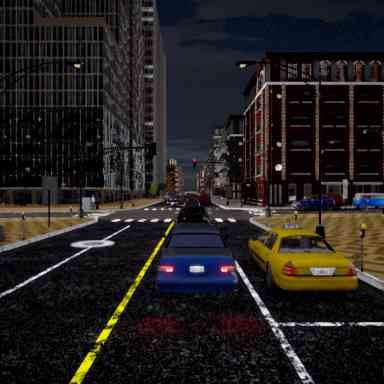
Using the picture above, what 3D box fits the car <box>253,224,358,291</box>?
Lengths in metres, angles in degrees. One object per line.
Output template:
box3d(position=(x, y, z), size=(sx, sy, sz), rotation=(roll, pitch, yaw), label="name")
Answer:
box3d(position=(2.563, 1.525, 8.838), size=(1.752, 1.417, 4.829), rotation=(0, 0, 0), label="car")

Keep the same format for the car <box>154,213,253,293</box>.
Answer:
box3d(position=(0.095, 1.547, 8.987), size=(2.033, 1.411, 5.357), rotation=(0, 0, 0), label="car")

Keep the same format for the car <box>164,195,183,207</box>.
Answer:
box3d(position=(-2.821, 1.494, 49.830), size=(2.128, 1.511, 4.902), rotation=(0, 0, -1), label="car")

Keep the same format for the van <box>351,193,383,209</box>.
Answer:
box3d(position=(20.963, 1.050, 39.092), size=(3.998, 1.788, 1.690), rotation=(-1, 1, -1), label="van")

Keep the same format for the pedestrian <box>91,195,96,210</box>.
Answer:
box3d(position=(-12.355, 1.271, 41.673), size=(0.375, 1.860, 0.375), rotation=(0, 1, -1), label="pedestrian")

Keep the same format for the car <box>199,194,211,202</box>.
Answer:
box3d(position=(2.553, 1.319, 63.485), size=(2.192, 1.841, 5.009), rotation=(0, 0, 0), label="car")

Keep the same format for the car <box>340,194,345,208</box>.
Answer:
box3d(position=(15.307, 1.095, 39.032), size=(5.009, 1.841, 2.192), rotation=(-1, 1, -1), label="car")

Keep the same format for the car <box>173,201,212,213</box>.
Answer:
box3d(position=(0.080, 1.505, 18.728), size=(1.837, 1.490, 4.892), rotation=(0, 0, 0), label="car")

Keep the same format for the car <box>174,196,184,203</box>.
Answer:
box3d(position=(-2.761, 1.557, 69.731), size=(1.994, 1.385, 4.181), rotation=(0, 0, 0), label="car")

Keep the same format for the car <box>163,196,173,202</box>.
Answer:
box3d(position=(-5.329, 1.556, 74.670), size=(2.008, 1.369, 4.403), rotation=(0, 0, 0), label="car")

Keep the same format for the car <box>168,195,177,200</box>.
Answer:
box3d(position=(-5.331, 1.559, 91.449), size=(2.008, 1.369, 4.403), rotation=(0, 0, 0), label="car")

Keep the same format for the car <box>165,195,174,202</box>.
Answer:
box3d(position=(-5.330, 1.551, 80.263), size=(1.887, 1.381, 4.507), rotation=(0, 0, 0), label="car")

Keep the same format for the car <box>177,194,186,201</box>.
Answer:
box3d(position=(-2.764, 1.410, 85.405), size=(2.128, 1.511, 4.902), rotation=(0, 0, 0), label="car")

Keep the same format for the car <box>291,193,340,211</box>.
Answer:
box3d(position=(13.280, 1.162, 36.530), size=(4.553, 1.767, 2.097), rotation=(-1, 0, -1), label="car")

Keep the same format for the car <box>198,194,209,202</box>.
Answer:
box3d(position=(2.551, 1.320, 74.671), size=(2.192, 1.841, 5.009), rotation=(0, 0, 0), label="car")
